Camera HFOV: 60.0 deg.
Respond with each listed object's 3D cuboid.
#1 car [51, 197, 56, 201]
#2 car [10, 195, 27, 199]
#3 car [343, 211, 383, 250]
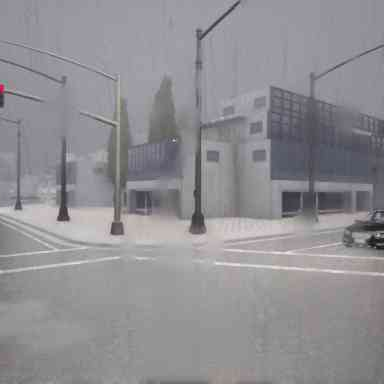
[{"bbox_3d":[-32.999,1.493,83.146,4.181,1.385,1.994,0,0,-7],"label":"car"},{"bbox_3d":[-45.400,1.394,84.113,4.902,1.511,2.128,0,0,0],"label":"car"},{"bbox_3d":[8.163,1.545,13.806,4.902,1.511,2.128,0,0,-38],"label":"car"}]
